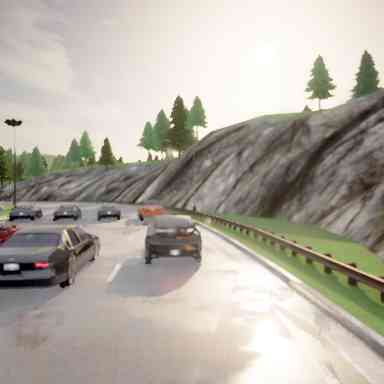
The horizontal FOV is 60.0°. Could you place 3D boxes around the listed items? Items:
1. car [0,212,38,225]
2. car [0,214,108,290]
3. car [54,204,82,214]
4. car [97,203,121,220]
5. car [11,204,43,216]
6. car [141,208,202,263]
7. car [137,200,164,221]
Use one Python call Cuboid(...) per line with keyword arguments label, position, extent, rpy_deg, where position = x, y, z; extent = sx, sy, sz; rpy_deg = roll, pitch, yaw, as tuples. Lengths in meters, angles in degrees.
Cuboid(label="car", position=(-7.815, 1.696, 12.758), extent=(1.895, 1.301, 4.718), rpy_deg=(0, 0, -7))
Cuboid(label="car", position=(-3.934, 1.604, 9.357), extent=(2.033, 1.411, 5.357), rpy_deg=(0, 0, -5))
Cuboid(label="car", position=(-10.893, 1.729, 29.327), extent=(1.994, 1.385, 4.181), rpy_deg=(0, 0, -14))
Cuboid(label="car", position=(-7.421, 1.705, 29.880), extent=(1.994, 1.385, 4.181), rpy_deg=(0, 0, -13))
Cuboid(label="car", position=(-14.470, 1.756, 29.205), extent=(1.994, 1.385, 4.181), rpy_deg=(0, 0, -14))
Cuboid(label="car", position=(-0.749, 1.546, 12.232), extent=(1.837, 1.490, 4.892), rpy_deg=(0, 0, -6))
Cuboid(label="car", position=(-3.661, 1.463, 29.144), extent=(2.097, 1.767, 4.553), rpy_deg=(0, 0, -13))
